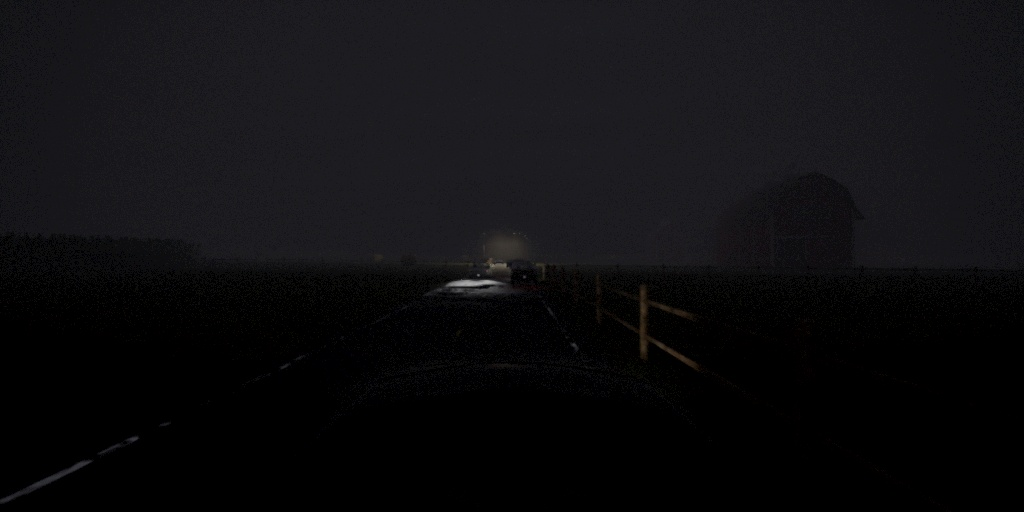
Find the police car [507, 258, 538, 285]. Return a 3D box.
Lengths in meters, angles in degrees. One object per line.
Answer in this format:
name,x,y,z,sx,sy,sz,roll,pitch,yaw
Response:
police car,0.824,1.160,26.038,1.930,1.638,5.238,0,0,0

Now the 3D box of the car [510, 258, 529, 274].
car,0.824,1.074,41.898,2.097,1.767,4.553,0,0,0

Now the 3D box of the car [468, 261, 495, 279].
car,-2.844,1.331,32.692,1.895,1.301,4.718,0,0,0
